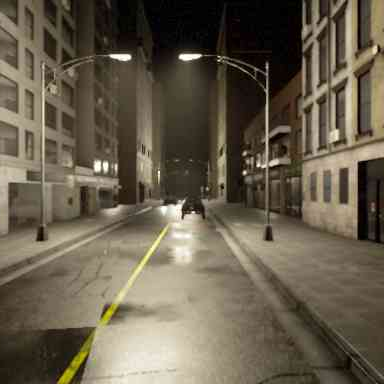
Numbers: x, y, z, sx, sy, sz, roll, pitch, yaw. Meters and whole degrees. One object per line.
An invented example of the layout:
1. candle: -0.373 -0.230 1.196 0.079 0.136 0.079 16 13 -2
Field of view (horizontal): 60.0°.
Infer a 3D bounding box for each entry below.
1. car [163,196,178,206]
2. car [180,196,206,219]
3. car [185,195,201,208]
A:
1. car: -3.010 1.289 46.796 1.895 1.301 4.718 0 0 0
2. car: 0.099 1.324 27.386 1.837 1.490 4.892 0 -1 0
3. car: 0.099 1.196 42.563 1.882 1.535 5.008 0 1 0
